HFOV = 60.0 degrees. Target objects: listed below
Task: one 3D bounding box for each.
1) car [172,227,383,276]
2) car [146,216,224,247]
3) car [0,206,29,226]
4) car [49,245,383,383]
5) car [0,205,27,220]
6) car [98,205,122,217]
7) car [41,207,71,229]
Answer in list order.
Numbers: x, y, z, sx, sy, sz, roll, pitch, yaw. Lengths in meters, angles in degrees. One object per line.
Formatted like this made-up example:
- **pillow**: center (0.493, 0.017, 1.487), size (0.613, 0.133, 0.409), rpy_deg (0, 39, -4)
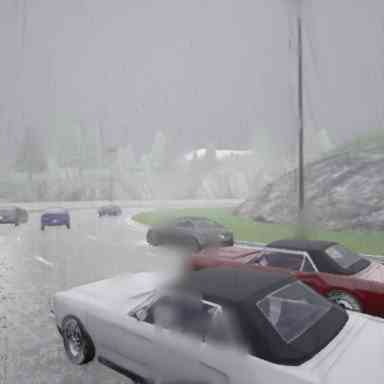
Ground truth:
- **car**: center (2.008, 1.676, 7.096), size (4.718, 1.301, 1.895), rpy_deg (-1, -1, 40)
- **car**: center (-0.184, 1.743, 14.361), size (1.994, 1.385, 4.181), rpy_deg (0, -1, -41)
- **car**: center (-14.509, 1.969, 26.659), size (2.033, 1.411, 5.357), rpy_deg (0, -1, -16)
- **car**: center (0.178, 1.652, 4.162), size (4.718, 1.301, 1.895), rpy_deg (-1, -1, 39)
- **car**: center (-19.726, 2.167, 35.745), size (1.895, 1.301, 4.718), rpy_deg (0, -1, -4)
- **car**: center (-9.224, 2.128, 37.929), size (1.895, 1.301, 4.718), rpy_deg (0, -1, -2)
- **car**: center (-10.158, 1.849, 24.849), size (1.882, 1.535, 5.008), rpy_deg (0, 0, -21)
